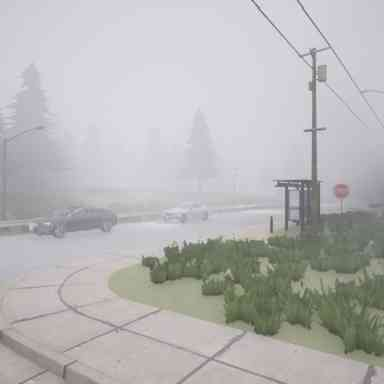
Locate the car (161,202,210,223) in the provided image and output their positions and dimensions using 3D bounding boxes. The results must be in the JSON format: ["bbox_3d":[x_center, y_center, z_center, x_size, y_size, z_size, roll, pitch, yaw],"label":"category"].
[{"bbox_3d":[-0.370,1.526,25.880,1.812,1.442,4.674,0,0,36],"label":"car"}]

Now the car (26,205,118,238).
[{"bbox_3d":[-6.216,1.491,17.807,2.128,1.511,4.902,0,0,36],"label":"car"}]

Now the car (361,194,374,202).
[{"bbox_3d":[40.365,1.355,76.504,2.097,1.767,4.553,0,0,36],"label":"car"}]
